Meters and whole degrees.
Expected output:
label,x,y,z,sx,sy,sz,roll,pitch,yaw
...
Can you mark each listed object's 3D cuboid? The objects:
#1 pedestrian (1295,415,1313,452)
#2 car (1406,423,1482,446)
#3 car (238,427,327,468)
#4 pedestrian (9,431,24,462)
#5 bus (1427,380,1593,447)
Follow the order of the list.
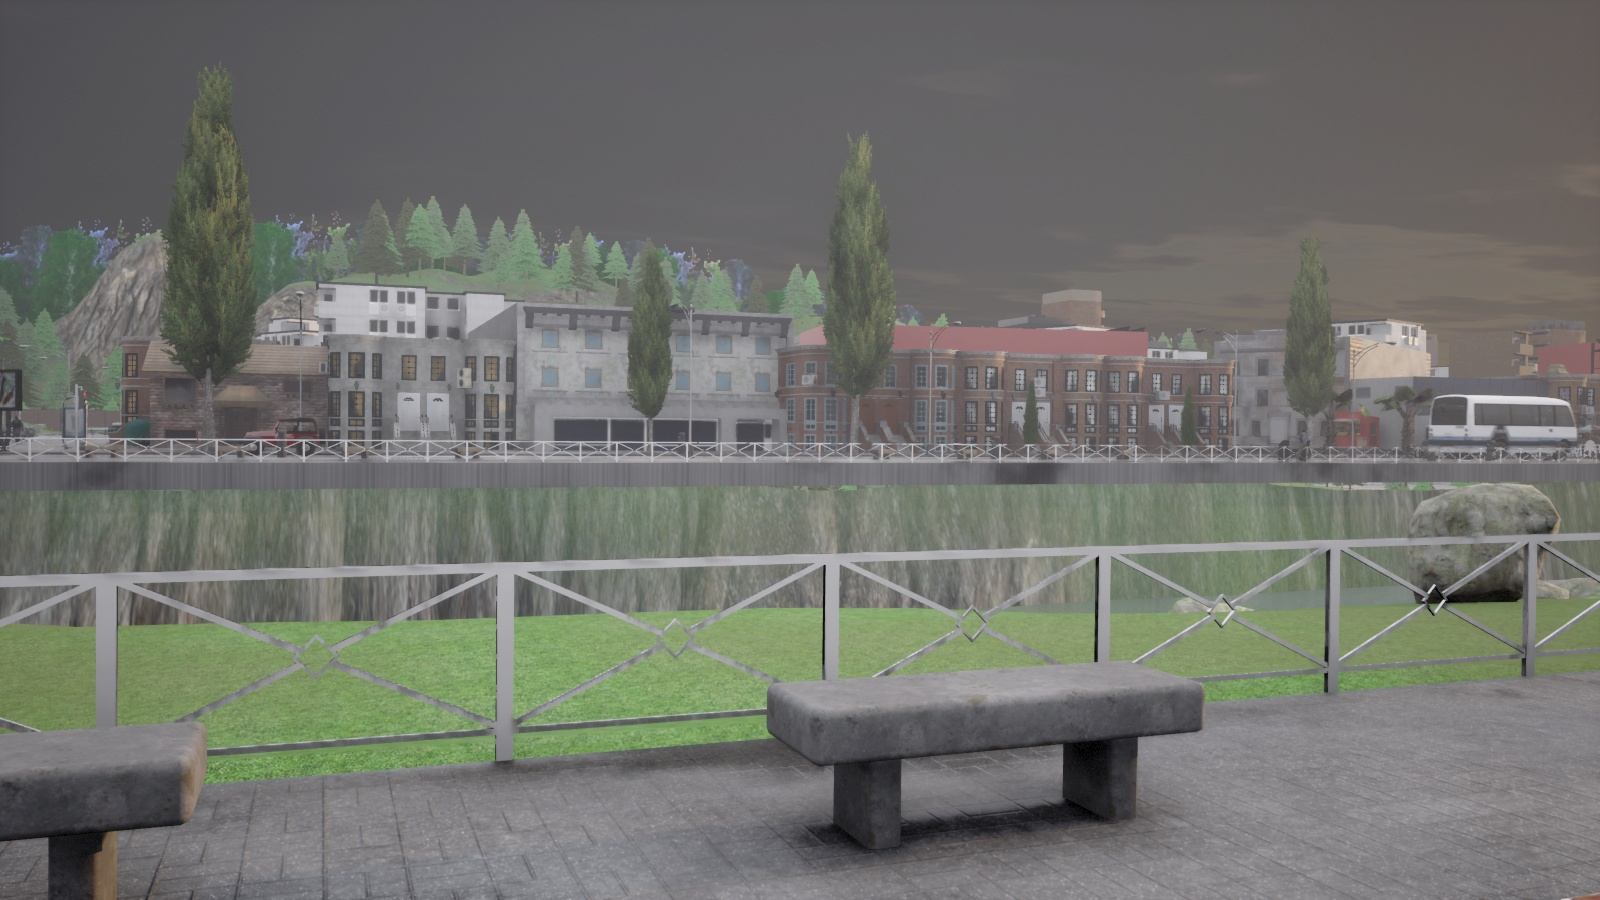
label,x,y,z,sx,sy,sz,roll,pitch,yaw
pedestrian,26.855,-0.871,66.911,0.788,1.949,0.423,-1,1,-23
car,44.446,-1.087,86.631,4.892,1.490,1.837,-1,1,-21
car,-24.798,-0.119,60.292,3.866,1.878,1.905,-1,1,-21
pedestrian,-47.478,-0.224,76.083,0.563,1.883,0.849,-1,1,-17
bus,47.153,-2.444,83.365,10.273,4.253,3.944,-1,1,-21
